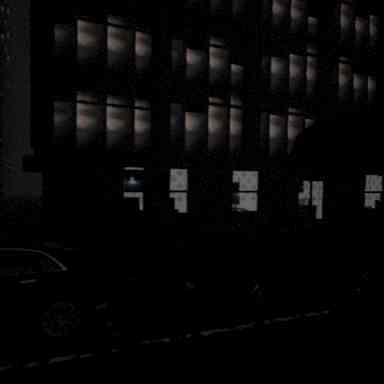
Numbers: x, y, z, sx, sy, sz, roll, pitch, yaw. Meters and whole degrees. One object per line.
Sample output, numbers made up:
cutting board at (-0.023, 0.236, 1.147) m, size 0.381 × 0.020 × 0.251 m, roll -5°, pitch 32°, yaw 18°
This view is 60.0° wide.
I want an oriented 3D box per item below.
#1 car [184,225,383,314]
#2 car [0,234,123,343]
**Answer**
car at (1.975, 1.415, 7.022) m, size 4.313 × 1.339 × 1.947 m, roll 1°, pitch 1°, yaw -24°
car at (-3.221, 1.328, 4.721) m, size 4.403 × 1.369 × 2.008 m, roll 1°, pitch 1°, yaw -24°
